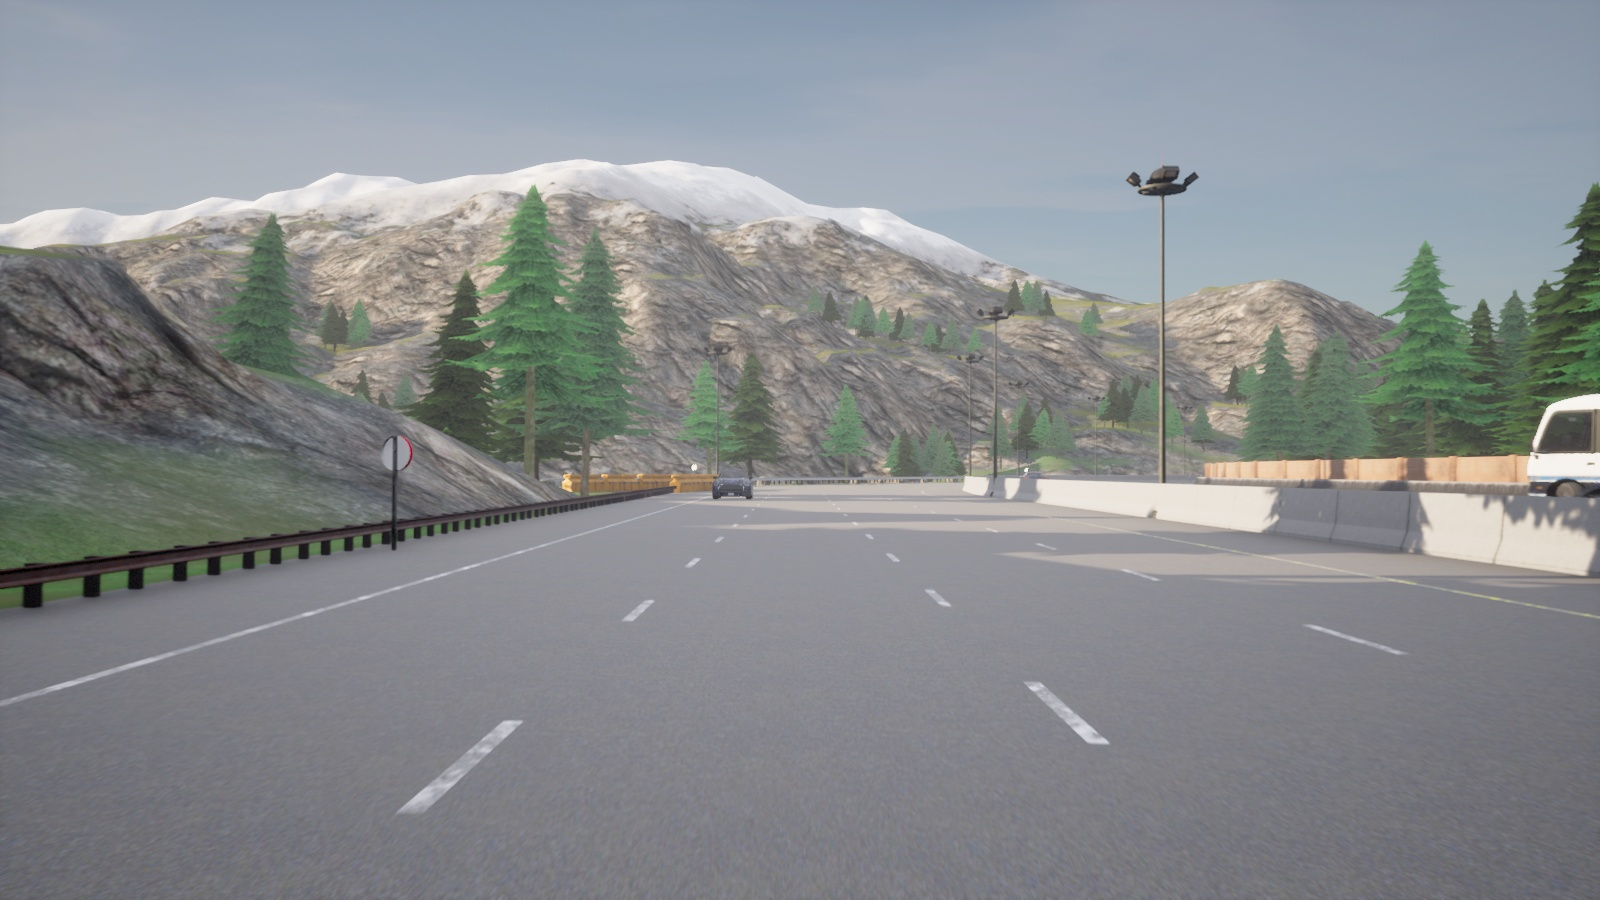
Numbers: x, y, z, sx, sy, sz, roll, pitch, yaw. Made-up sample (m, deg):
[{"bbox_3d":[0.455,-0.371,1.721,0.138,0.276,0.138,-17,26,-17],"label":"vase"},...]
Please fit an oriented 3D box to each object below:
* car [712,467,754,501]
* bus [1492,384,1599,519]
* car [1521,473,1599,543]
[{"bbox_3d":[-3.668,1.847,69.266,2.097,1.767,4.553,0,-1,0],"label":"car"},{"bbox_3d":[27.935,-0.015,39.278,3.944,4.253,10.273,-1,0,-32],"label":"bus"},{"bbox_3d":[17.436,1.213,26.425,1.812,1.442,4.674,0,-1,0],"label":"car"}]
